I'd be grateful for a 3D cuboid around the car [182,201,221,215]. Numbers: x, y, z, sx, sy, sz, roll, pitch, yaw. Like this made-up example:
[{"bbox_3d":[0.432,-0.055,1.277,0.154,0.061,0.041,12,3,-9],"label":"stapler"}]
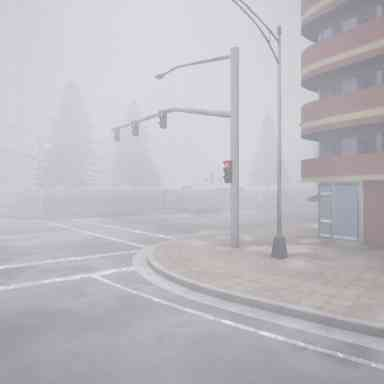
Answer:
[{"bbox_3d":[0.994,1.619,34.174,4.181,1.385,1.994,0,0,-37],"label":"car"}]
